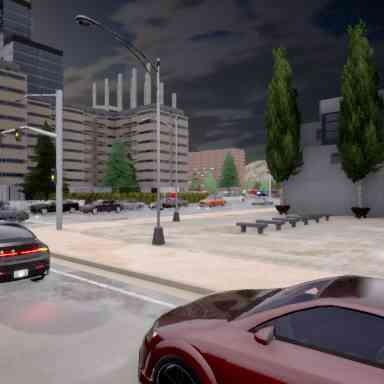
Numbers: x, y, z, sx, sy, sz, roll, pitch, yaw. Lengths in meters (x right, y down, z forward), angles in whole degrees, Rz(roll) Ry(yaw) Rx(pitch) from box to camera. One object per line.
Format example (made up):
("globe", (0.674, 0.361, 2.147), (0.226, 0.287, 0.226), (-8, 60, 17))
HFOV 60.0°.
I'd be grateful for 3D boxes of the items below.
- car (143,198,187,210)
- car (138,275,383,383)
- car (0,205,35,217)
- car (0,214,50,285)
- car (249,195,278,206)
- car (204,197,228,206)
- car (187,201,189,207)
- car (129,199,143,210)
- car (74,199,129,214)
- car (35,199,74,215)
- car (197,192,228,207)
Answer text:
("car", (-3.365, 1.491, 42.281), (2.128, 1.511, 4.902), (0, 0, 40))
("car", (1.446, 1.564, 3.208), (4.181, 1.385, 1.994), (0, 0, 37))
("car", (-14.032, 1.564, 23.957), (1.994, 1.385, 4.181), (0, 0, 40))
("car", (-5.535, 1.505, 8.714), (4.892, 1.490, 1.837), (0, 0, 40))
("car", (11.598, 1.601, 54.229), (1.895, 1.301, 4.718), (0, 0, 40))
("car", (4.072, 1.564, 56.426), (1.994, 1.385, 4.181), (0, 0, 41))
("car", (-2.402, 1.564, 48.825), (1.994, 1.385, 4.181), (0, 0, 41))
("car", (-8.268, 1.601, 41.909), (1.895, 1.301, 4.718), (0, 0, 40))
("car", (-9.446, 1.505, 35.102), (1.837, 1.490, 4.892), (0, 0, 40))
("car", (-14.302, 1.478, 34.783), (1.882, 1.535, 5.008), (0, 0, 40))
("car", (3.035, 1.352, 49.817), (2.097, 1.767, 4.553), (0, 0, 40))
